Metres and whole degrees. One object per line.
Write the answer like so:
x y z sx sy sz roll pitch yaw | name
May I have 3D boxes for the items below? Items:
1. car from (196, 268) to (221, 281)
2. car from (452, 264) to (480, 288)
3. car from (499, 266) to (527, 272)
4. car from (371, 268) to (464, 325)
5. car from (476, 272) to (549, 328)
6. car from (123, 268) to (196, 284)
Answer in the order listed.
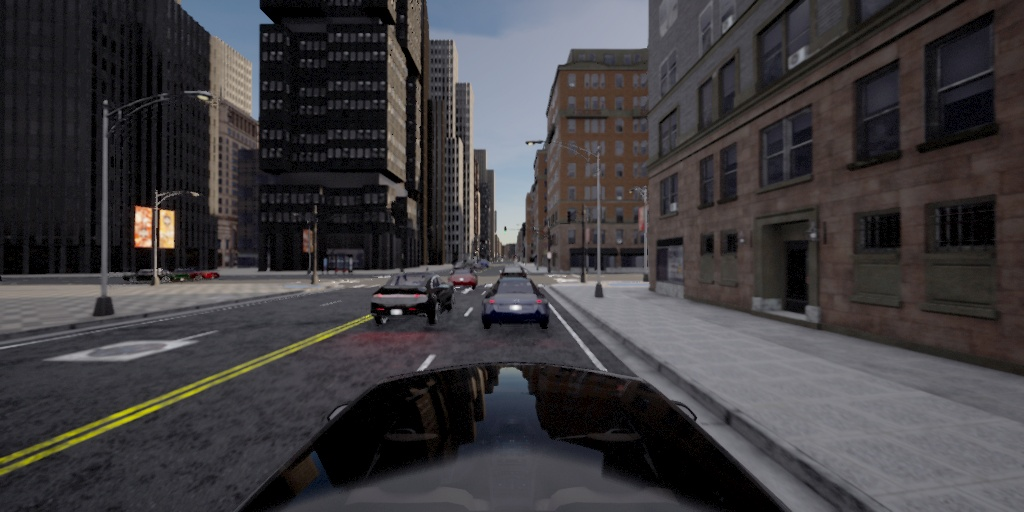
-32.246 1.876 36.038 4.718 1.301 1.895 0 0 0 | car
-3.500 1.523 25.591 1.994 1.385 4.181 0 0 -5 | car
0.097 1.441 26.183 1.882 1.535 5.008 0 0 0 | car
-3.151 1.334 12.218 2.128 1.511 4.902 0 0 0 | car
0.100 1.402 11.836 1.994 1.385 4.181 0 0 0 | car
-32.344 1.854 32.787 4.718 1.301 1.895 0 0 0 | car
